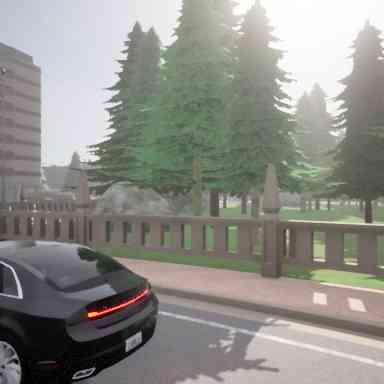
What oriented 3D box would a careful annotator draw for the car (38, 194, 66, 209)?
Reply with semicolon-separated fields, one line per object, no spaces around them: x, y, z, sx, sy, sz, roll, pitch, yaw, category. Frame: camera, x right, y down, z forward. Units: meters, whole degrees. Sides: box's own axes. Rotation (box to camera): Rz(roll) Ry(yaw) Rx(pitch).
-19.258;1.266;47.203;2.150;2.045;5.566;0;0;22;car

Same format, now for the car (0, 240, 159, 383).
-2.819;1.504;5.051;4.892;1.490;1.837;0;0;28;car

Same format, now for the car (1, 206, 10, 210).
-23.202;1.592;37.255;2.033;1.411;5.357;0;0;21;car
